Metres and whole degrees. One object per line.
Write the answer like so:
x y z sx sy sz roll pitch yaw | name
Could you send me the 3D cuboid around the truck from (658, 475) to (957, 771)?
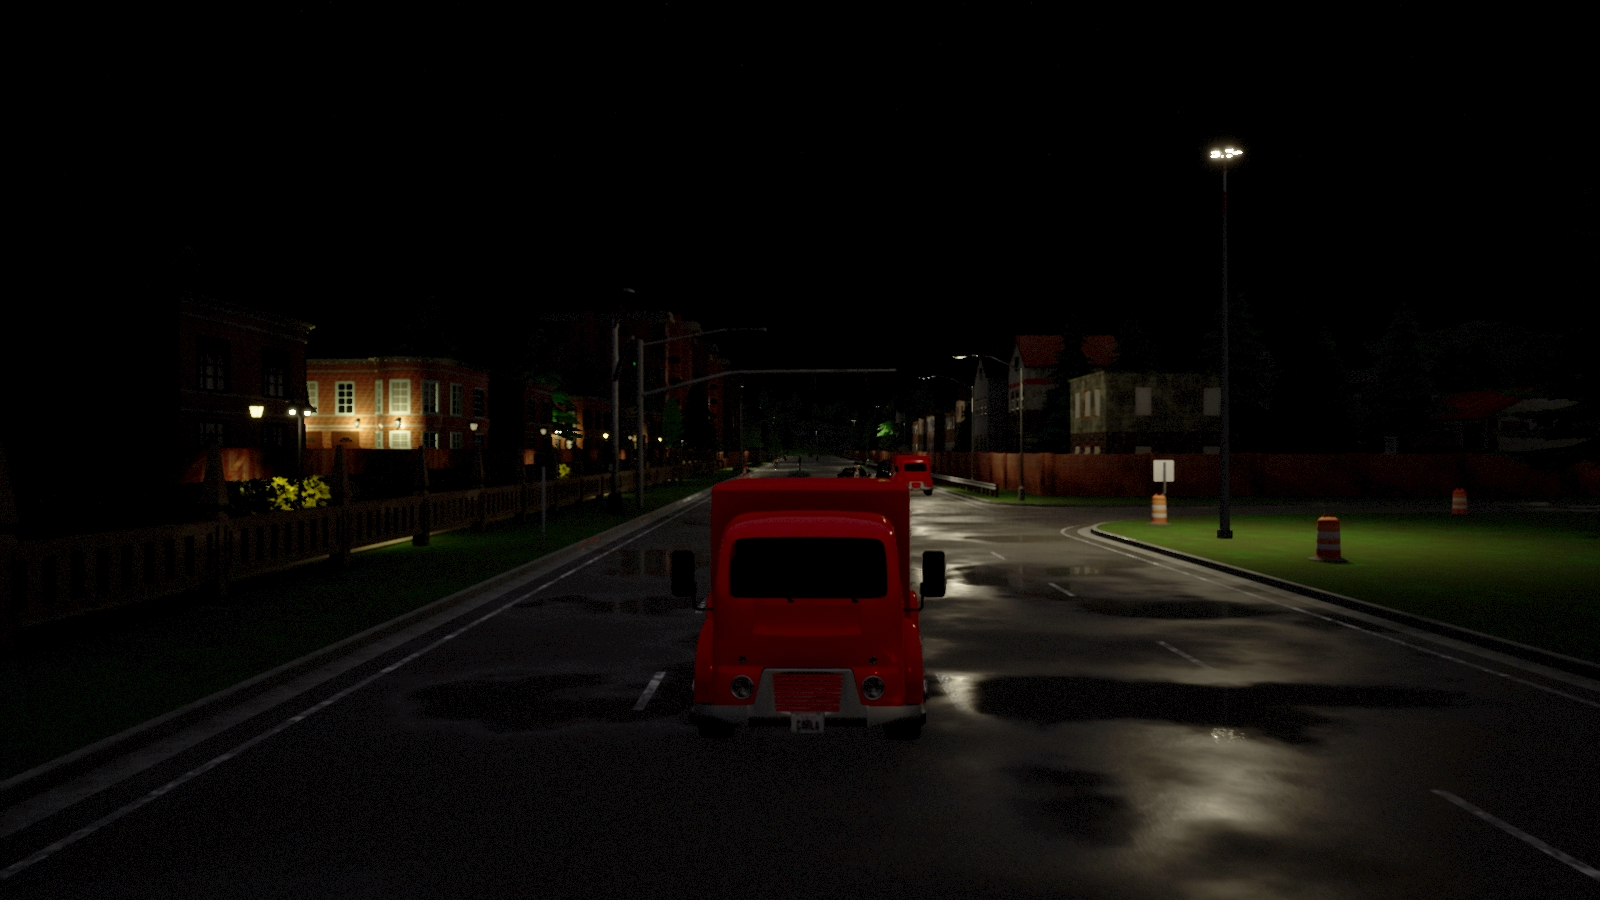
0.120 1.566 12.614 2.627 2.467 5.204 0 0 1 | truck
